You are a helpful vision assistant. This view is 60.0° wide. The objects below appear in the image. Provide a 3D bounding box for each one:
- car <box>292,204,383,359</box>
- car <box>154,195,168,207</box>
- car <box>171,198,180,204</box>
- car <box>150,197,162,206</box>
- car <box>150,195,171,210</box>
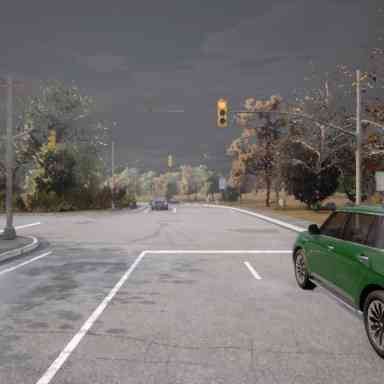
[{"bbox_3d":[3.586,1.221,6.026,2.150,2.045,5.566,0,0,0],"label":"car"},{"bbox_3d":[-5.387,1.520,57.186,2.150,2.045,5.566,0,-1,-7],"label":"car"},{"bbox_3d":[-4.601,2.359,82.953,2.128,1.511,4.902,0,-1,-22],"label":"car"},{"bbox_3d":[-7.597,1.931,69.478,2.097,1.767,4.553,0,-1,-13],"label":"car"},{"bbox_3d":[-4.155,1.428,43.246,2.097,1.767,4.553,0,-1,-4],"label":"car"}]
